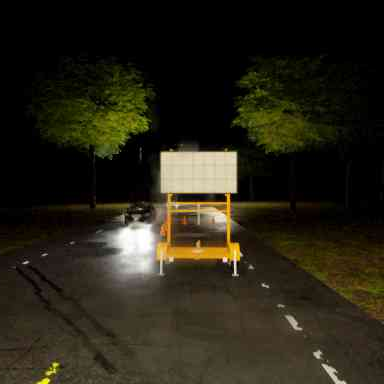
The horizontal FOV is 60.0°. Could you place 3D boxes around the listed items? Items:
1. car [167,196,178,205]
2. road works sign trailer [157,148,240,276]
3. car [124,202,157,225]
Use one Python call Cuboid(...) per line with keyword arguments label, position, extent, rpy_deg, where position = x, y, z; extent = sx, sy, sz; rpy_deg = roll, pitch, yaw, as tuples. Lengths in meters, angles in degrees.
Cuboid(label="car", position=(-3.575, 1.548, 62.003), extent=(1.837, 1.490, 4.892), rpy_deg=(0, 0, 0))
Cuboid(label="road works sign trailer", position=(0.209, 0.459, 10.337), extent=(2.380, 3.560, 2.880), rpy_deg=(0, 0, 2))
Cuboid(label="car", position=(-3.626, 1.485, 23.979), extent=(2.128, 1.511, 4.902), rpy_deg=(0, 0, 0))
